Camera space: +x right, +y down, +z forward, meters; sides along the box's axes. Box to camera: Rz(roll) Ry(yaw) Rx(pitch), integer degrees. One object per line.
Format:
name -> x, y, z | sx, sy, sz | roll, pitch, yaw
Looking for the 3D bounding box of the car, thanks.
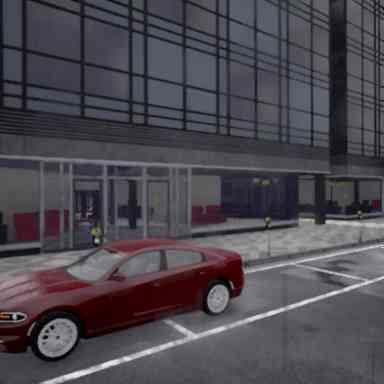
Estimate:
car -> -1.062, 1.540, 5.896 | 4.507, 1.381, 1.887 | 0, 0, -36
